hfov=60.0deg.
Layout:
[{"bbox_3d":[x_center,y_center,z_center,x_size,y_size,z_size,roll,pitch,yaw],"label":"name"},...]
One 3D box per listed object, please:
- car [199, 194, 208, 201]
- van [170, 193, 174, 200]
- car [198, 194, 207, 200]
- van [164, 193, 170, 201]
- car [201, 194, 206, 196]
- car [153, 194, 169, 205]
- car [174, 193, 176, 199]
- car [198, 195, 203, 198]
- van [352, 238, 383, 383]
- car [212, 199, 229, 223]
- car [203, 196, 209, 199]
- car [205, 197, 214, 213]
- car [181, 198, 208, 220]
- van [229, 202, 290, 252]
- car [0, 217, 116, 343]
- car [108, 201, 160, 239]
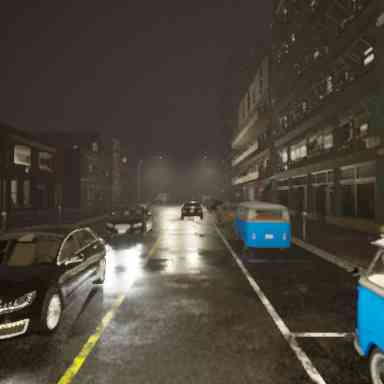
[{"bbox_3d":[2.692,1.265,80.445,1.967,1.590,4.097,1,0,0],"label":"car"},{"bbox_3d":[-5.686,1.183,74.821,1.690,1.788,3.998,1,0,0],"label":"van"},{"bbox_3d":[2.690,1.359,86.025,2.008,1.369,4.403,1,0,0],"label":"car"},{"bbox_3d":[-5.684,1.213,63.661,1.690,1.788,3.998,1,0,0],"label":"van"},{"bbox_3d":[2.694,1.444,52.543,1.887,1.381,4.507,1,0,0],"label":"car"},{"bbox_3d":[-5.687,1.452,58.081,1.947,1.339,4.313,1,0,0],"label":"car"},{"bbox_3d":[-5.691,1.353,85.982,1.887,1.381,4.507,1,0,0],"label":"car"},{"bbox_3d":[0.049,1.471,42.653,2.033,1.411,5.357,0,0,0],"label":"car"},{"bbox_3d":[2.704,1.338,2.315,1.690,1.788,3.998,1,0,0],"label":"van"},{"bbox_3d":[2.698,1.487,24.808,1.752,1.417,4.829,1,0,0],"label":"car"},{"bbox_3d":[2.696,1.493,41.381,1.947,1.339,4.313,1,0,0],"label":"car"},{"bbox_3d":[2.696,1.505,35.801,1.947,1.339,4.313,1,0,0],"label":"car"},{"bbox_3d":[0.008,1.503,27.735,2.033,1.411,5.357,0,0,0],"label":"car"},{"bbox_3d":[2.702,1.322,13.478,1.690,1.788,3.998,1,0,0],"label":"van"},{"bbox_3d":[-3.089,1.496,6.758,1.837,1.490,4.892,0,0,0],"label":"car"},{"bbox_3d":[-3.090,1.466,17.205,2.128,1.511,4.902,0,0,0],"label":"car"}]
